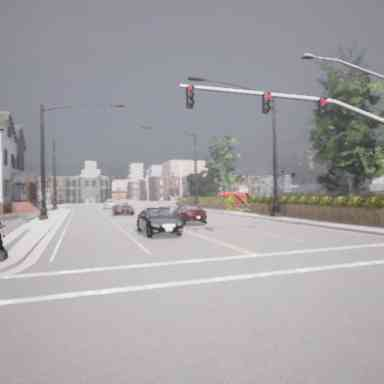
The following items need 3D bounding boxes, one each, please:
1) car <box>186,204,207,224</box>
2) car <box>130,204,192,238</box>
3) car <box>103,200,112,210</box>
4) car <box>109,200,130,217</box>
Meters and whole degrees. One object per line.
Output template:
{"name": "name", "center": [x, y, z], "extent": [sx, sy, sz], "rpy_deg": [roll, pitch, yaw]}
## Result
{"name": "car", "center": [-0.283, 1.631, 25.364], "extent": [1.812, 1.442, 4.674], "rpy_deg": [-1, 0, -18]}
{"name": "car", "center": [-1.904, 1.624, 18.878], "extent": [2.128, 1.511, 4.902], "rpy_deg": [-1, 0, -18]}
{"name": "car", "center": [-12.746, 1.922, 51.843], "extent": [1.812, 1.442, 4.674], "rpy_deg": [-1, 0, -18]}
{"name": "car", "center": [-7.269, 1.825, 35.054], "extent": [1.994, 1.385, 4.181], "rpy_deg": [-1, 0, -18]}
